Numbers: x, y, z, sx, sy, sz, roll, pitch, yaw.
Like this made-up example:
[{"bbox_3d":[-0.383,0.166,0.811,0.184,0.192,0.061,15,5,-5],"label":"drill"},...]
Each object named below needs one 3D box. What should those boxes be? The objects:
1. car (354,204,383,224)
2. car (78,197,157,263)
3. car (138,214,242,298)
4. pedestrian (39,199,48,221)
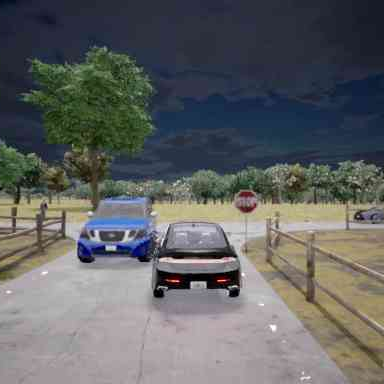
[{"bbox_3d":[13.995,1.570,23.992,4.181,1.385,1.994,0,-2,1],"label":"car"},{"bbox_3d":[-2.467,1.236,12.403,2.150,2.045,5.566,0,1,-3],"label":"car"},{"bbox_3d":[0.049,1.505,8.545,2.128,1.511,4.902,0,0,-2],"label":"car"},{"bbox_3d":[-12.116,1.439,27.077,0.375,1.860,0.375,0,-1,0],"label":"pedestrian"}]
